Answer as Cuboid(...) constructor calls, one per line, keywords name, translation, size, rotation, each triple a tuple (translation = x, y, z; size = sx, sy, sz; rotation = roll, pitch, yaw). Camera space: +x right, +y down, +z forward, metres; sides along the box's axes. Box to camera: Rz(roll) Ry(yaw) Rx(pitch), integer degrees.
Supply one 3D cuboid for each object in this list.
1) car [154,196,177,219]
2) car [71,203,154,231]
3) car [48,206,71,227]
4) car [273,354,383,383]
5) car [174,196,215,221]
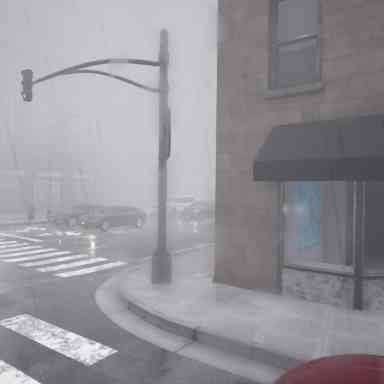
Cuboid(name="car", translation=(-1.490, 1.377, 32.113), size=(2.150, 2.045, 5.566), rotation=(1, 0, 35))
Cuboid(name="car", translation=(-5.014, 1.616, 21.566), size=(1.837, 1.490, 4.892), rotation=(1, 0, 35))
Cuboid(name="car", translation=(-7.666, 1.568, 23.445), size=(1.837, 1.490, 4.892), rotation=(1, 0, 35))
Cuboid(name="car", translation=(2.382, 1.545, 1.254), size=(4.507, 1.381, 1.887), rotation=(0, 1, 35))
Cuboid(name="car", translation=(0.888, 1.550, 29.847), size=(2.097, 1.767, 4.553), rotation=(1, 0, 36))
